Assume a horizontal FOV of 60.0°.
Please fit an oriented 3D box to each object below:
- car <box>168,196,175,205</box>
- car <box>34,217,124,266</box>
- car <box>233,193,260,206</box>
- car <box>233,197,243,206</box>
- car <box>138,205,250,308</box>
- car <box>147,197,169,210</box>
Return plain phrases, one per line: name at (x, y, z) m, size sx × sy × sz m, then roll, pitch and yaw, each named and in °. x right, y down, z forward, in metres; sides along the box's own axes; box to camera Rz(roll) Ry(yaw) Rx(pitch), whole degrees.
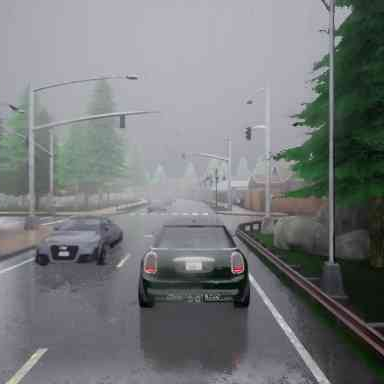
car at (-4.150, 1.535, 51.763) m, size 1.994 × 1.385 × 4.181 m, roll 0°, pitch 0°, yaw 0°
car at (-3.620, 1.564, 11.400) m, size 1.994 × 1.385 × 4.181 m, roll 0°, pitch 0°, yaw 0°
car at (8.393, 1.146, 51.333) m, size 3.866 × 1.878 × 1.905 m, roll 0°, pitch 0°, yaw -1°
car at (8.809, 1.144, 48.823) m, size 4.605 × 1.855 × 1.932 m, roll 0°, pitch 0°, yaw -1°
car at (0.056, 1.352, 8.090) m, size 2.097 × 1.767 × 4.553 m, roll 0°, pitch 0°, yaw 1°
car at (-3.701, 1.498, 34.946) m, size 1.812 × 1.442 × 4.674 m, roll 0°, pitch 0°, yaw -7°
